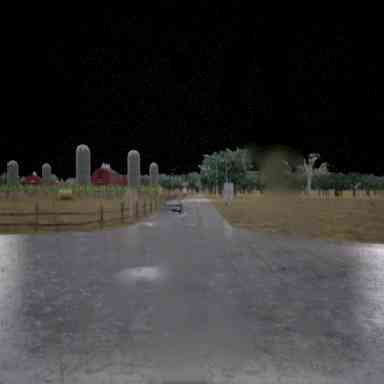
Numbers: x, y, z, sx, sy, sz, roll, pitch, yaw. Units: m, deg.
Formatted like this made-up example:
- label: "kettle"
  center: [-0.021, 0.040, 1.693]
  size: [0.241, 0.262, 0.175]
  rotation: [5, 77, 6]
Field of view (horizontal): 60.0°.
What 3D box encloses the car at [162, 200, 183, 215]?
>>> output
- label: "car"
  center: [-1.822, 1.465, 32.813]
  size: [2.033, 1.411, 5.357]
  rotation: [0, 0, 2]
